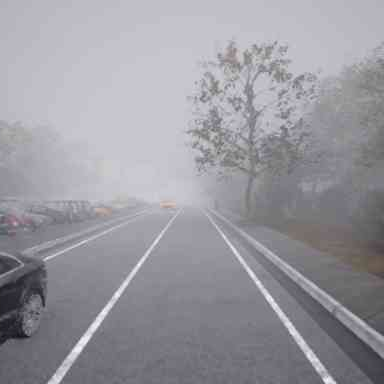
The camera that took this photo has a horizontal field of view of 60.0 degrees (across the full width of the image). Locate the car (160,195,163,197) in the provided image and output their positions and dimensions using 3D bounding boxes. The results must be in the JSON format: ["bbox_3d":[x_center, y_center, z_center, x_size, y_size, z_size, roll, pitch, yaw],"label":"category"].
[{"bbox_3d":[-10.285,2.021,77.041,5.566,2.045,2.435,0,-1,0],"label":"car"}]

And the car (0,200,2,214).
[{"bbox_3d":[-23.366,1.666,35.521,5.008,1.535,2.097,0,-1,0],"label":"car"}]

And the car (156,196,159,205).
[{"bbox_3d":[-10.078,2.107,68.709,5.366,1.575,1.946,0,-1,0],"label":"car"}]

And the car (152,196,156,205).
[{"bbox_3d":[-10.083,1.999,63.037,5.366,1.575,1.946,0,-1,0],"label":"car"}]

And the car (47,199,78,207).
[{"bbox_3d":[-23.379,1.985,60.318,4.792,1.488,2.163,0,-1,0],"label":"car"}]

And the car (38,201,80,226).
[{"bbox_3d":[-10.298,1.515,21.528,5.008,1.535,2.097,0,-1,0],"label":"car"}]

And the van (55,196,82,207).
[{"bbox_3d":[-23.465,1.777,63.093,4.442,1.987,1.878,0,-1,0],"label":"van"}]

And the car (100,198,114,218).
[{"bbox_3d":[-10.111,1.602,29.856,5.366,1.575,1.946,0,-1,0],"label":"car"}]

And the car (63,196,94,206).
[{"bbox_3d":[-23.372,1.860,68.756,5.566,2.045,2.435,0,-1,0],"label":"car"}]

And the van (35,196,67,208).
[{"bbox_3d":[-23.247,1.653,54.930,4.442,1.987,1.878,0,-1,0],"label":"van"}]

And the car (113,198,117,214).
[{"bbox_3d":[-10.288,1.636,32.632,4.892,1.521,2.231,0,-1,0],"label":"car"}]

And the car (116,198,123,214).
[{"bbox_3d":[-10.298,1.666,35.408,4.892,1.521,2.231,0,-1,0],"label":"car"}]

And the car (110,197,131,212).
[{"bbox_3d":[-10.104,1.692,38.184,5.366,1.575,1.946,0,-1,0],"label":"car"}]

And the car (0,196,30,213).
[{"bbox_3d":[-23.339,1.475,41.065,5.566,2.045,2.435,0,-1,0],"label":"car"}]

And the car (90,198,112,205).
[{"bbox_3d":[-23.324,2.432,85.245,5.008,1.535,2.097,0,-1,0],"label":"car"}]

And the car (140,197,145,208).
[{"bbox_3d":[-10.307,1.875,52.065,4.792,1.488,2.163,0,-1,0],"label":"car"}]

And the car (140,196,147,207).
[{"bbox_3d":[-10.306,1.752,54.839,4.553,1.767,2.185,0,-1,0],"label":"car"}]

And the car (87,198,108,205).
[{"bbox_3d":[-23.363,2.253,82.477,4.553,1.767,2.185,0,-1,0],"label":"car"}]

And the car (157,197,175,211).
[{"bbox_3d":[-3.362,1.764,46.083,1.882,1.535,5.008,0,-1,0],"label":"car"}]

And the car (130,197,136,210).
[{"bbox_3d":[-10.255,1.785,43.736,4.792,1.488,2.163,0,-1,0],"label":"car"}]

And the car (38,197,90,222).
[{"bbox_3d":[-10.270,1.420,24.306,4.553,1.767,2.185,0,-1,0],"label":"car"}]

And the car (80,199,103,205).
[{"bbox_3d":[-23.333,2.313,77.059,4.674,1.452,2.002,0,-1,0],"label":"car"}]

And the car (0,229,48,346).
[{"bbox_3d":[-3.350,1.485,3.721,2.128,1.511,4.902,0,0,0],"label":"car"}]

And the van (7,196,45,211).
[{"bbox_3d":[-23.245,1.560,46.604,4.442,1.987,1.878,0,-1,0],"label":"van"}]

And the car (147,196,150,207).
[{"bbox_3d":[-10.267,1.915,57.617,4.892,1.521,2.231,0,-1,0],"label":"car"}]

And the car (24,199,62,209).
[{"bbox_3d":[-23.362,1.846,52.142,5.008,1.535,2.097,0,-1,0],"label":"car"}]

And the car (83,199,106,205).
[{"bbox_3d":[-23.304,2.357,79.828,4.792,1.488,2.163,0,-1,0],"label":"car"}]

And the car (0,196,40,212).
[{"bbox_3d":[-23.336,1.505,43.835,5.566,2.045,2.435,0,-1,0],"label":"car"}]

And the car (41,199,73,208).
[{"bbox_3d":[-23.382,1.944,57.679,4.792,1.488,2.163,0,-1,0],"label":"car"}]

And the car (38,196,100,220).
[{"bbox_3d":[-10.267,1.450,27.081,4.553,1.767,2.185,0,-1,0],"label":"car"}]

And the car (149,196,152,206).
[{"bbox_3d":[-10.456,1.953,60.384,5.366,1.575,1.946,0,-1,0],"label":"car"}]

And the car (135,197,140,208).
[{"bbox_3d":[-10.253,1.815,46.512,4.792,1.488,2.163,0,-1,0],"label":"car"}]

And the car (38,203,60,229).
[{"bbox_3d":[-10.308,1.525,18.752,4.674,1.452,2.002,0,-1,0],"label":"car"}]

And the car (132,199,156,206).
[{"bbox_3d":[-10.267,2.165,71.484,4.892,1.521,2.231,0,-1,0],"label":"car"}]

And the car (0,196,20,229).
[{"bbox_3d":[-10.339,1.174,13.203,5.566,2.045,2.435,0,-1,0],"label":"car"}]

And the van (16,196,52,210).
[{"bbox_3d":[-23.476,1.590,49.375,4.442,1.987,1.878,0,-1,0],"label":"van"}]

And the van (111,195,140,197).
[{"bbox_3d":[-10.397,1.589,49.291,4.442,1.987,1.878,0,-1,0],"label":"van"}]

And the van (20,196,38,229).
[{"bbox_3d":[-10.191,1.230,15.978,4.442,1.987,1.878,0,-1,0],"label":"van"}]
